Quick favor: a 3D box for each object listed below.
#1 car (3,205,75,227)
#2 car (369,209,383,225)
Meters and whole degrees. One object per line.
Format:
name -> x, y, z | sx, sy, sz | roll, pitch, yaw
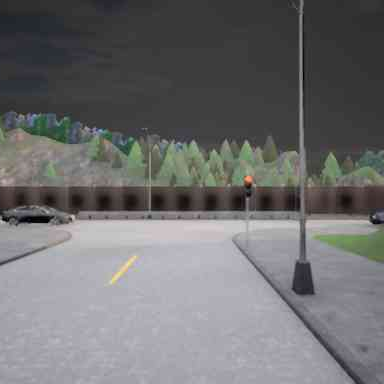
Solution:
car -> -11.108, 1.716, 24.280 | 4.902, 1.511, 2.128 | 0, -1, 0
car -> 15.281, 1.776, 24.302 | 4.181, 1.385, 1.994 | 0, -1, 0
